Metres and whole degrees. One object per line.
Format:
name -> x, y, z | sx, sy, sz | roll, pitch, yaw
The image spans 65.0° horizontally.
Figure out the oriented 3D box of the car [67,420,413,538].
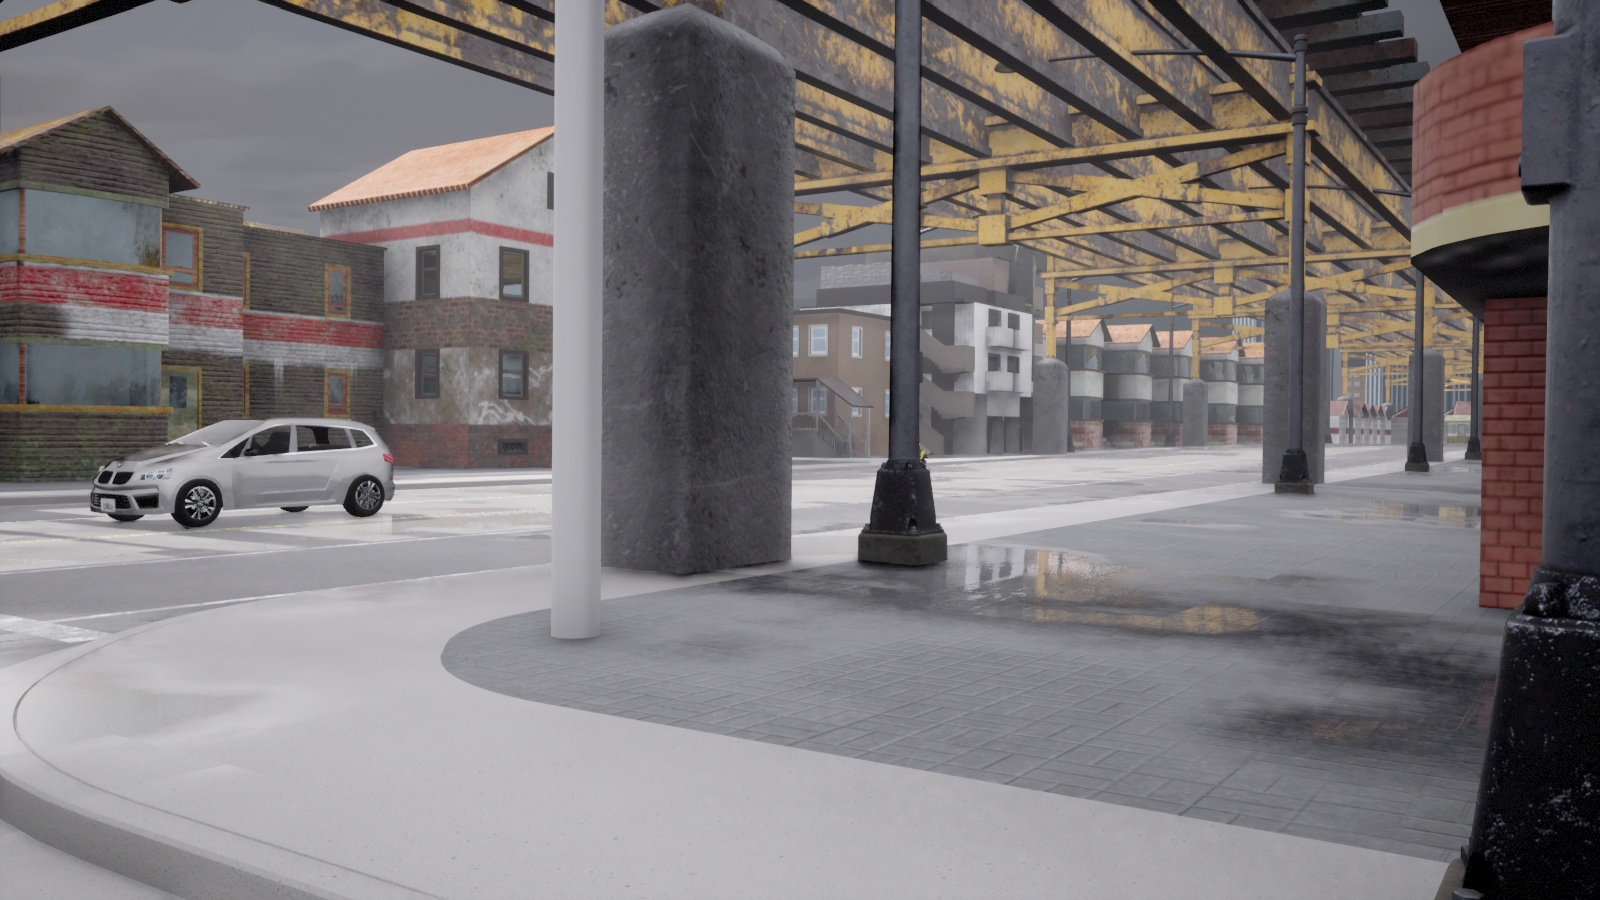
car -> -8.884, 0.377, 20.320 | 2.242, 1.667, 4.611 | 0, 1, 34
